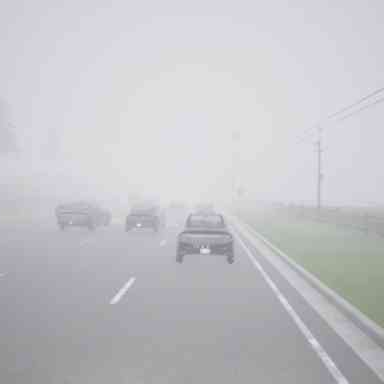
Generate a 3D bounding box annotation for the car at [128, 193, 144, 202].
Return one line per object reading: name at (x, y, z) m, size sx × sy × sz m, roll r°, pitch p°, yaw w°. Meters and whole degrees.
car at (-8.493, 1.172, 51.895) m, size 2.150 × 2.045 × 5.566 m, roll 1°, pitch 0°, yaw 2°

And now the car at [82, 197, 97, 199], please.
car at (-9.449, 1.400, 27.094) m, size 1.837 × 1.490 × 4.892 m, roll 1°, pitch 0°, yaw 2°

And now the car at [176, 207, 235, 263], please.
car at (0.484, 1.520, 12.163) m, size 2.128 × 1.511 × 4.902 m, roll 1°, pitch 0°, yaw 2°

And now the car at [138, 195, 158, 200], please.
car at (-5.287, 1.481, 44.297) m, size 2.128 × 1.511 × 4.902 m, roll 1°, pitch 0°, yaw 2°

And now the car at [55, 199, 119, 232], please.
car at (-6.231, 1.426, 19.768) m, size 2.128 × 1.511 × 4.902 m, roll 1°, pitch 0°, yaw 2°

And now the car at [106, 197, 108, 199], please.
car at (-12.432, 1.363, 40.661) m, size 2.128 × 1.511 × 4.902 m, roll 1°, pitch 0°, yaw 2°

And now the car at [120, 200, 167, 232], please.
car at (-2.716, 1.495, 20.069) m, size 1.837 × 1.490 × 4.892 m, roll 1°, pitch 0°, yaw 2°

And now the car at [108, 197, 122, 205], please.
car at (-12.137, 1.418, 50.927) m, size 1.812 × 1.442 × 4.674 m, roll 1°, pitch 0°, yaw 2°

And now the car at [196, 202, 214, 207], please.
car at (1.310, 1.676, 33.722) m, size 1.895 × 1.301 × 4.718 m, roll 1°, pitch 0°, yaw 2°

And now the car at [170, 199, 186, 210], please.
car at (-1.788, 1.645, 44.244) m, size 1.895 × 1.301 × 4.718 m, roll 1°, pitch 0°, yaw 2°
